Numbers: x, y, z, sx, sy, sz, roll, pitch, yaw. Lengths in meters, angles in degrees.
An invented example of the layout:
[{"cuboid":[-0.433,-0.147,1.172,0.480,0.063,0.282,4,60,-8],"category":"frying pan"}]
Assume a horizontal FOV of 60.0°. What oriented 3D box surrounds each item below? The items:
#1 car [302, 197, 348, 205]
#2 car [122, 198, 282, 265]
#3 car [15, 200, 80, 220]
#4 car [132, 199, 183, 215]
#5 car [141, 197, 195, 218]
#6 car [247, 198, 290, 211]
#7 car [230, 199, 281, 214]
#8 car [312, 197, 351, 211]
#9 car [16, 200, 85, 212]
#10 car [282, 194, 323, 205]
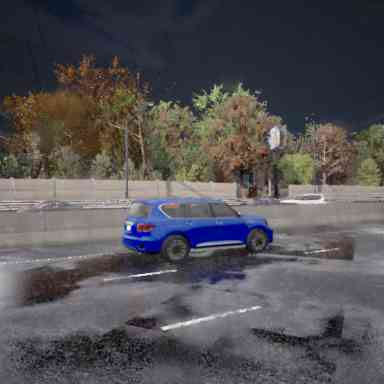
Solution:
[{"cuboid":[13.346,1.492,31.835,4.902,1.511,2.128,0,0,-30],"category":"car"},{"cuboid":[0.316,1.222,11.877,5.566,2.045,2.150,0,0,-30],"category":"car"},{"cuboid":[-12.537,1.478,28.927,5.008,1.535,1.882,0,0,-30],"category":"car"},{"cuboid":[-3.538,1.504,34.159,4.892,1.490,1.837,0,0,-31],"category":"car"},{"cuboid":[-2.179,1.352,30.902,4.553,1.767,2.097,0,0,-30],"category":"car"},{"cuboid":[9.691,1.548,41.859,5.357,1.411,2.033,0,0,-30],"category":"car"},{"cuboid":[6.950,1.548,36.214,5.357,1.411,2.033,0,0,-30],"category":"car"},{"cuboid":[17.892,1.494,42.576,4.902,1.511,2.128,0,0,-30],"category":"car"},{"cuboid":[-10.886,1.492,25.837,4.902,1.511,2.128,0,0,-30],"category":"car"},{"cuboid":[11.619,1.222,34.880,5.566,2.045,2.150,0,0,-30],"category":"car"}]
